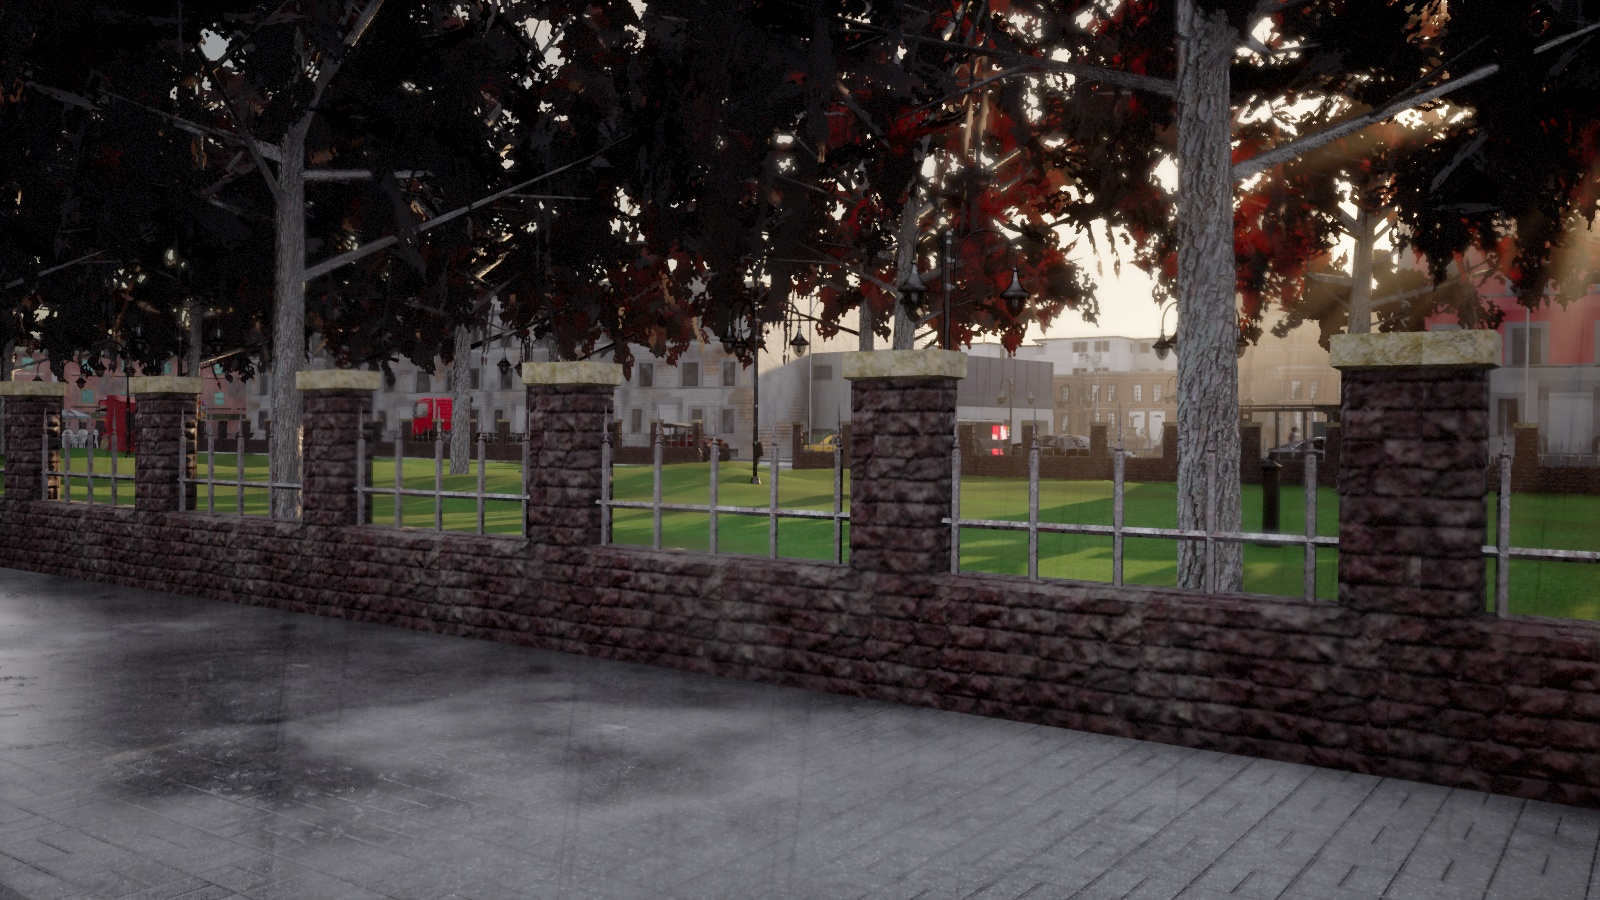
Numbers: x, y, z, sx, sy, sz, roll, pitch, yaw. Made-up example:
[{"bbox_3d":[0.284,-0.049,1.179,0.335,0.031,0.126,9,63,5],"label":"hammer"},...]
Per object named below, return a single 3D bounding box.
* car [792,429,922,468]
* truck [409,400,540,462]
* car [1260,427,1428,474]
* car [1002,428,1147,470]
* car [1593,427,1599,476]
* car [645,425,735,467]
[{"bbox_3d":[2.360,-0.076,53.081,5.366,1.575,1.801,0,1,35],"label":"car"},{"bbox_3d":[-18.962,-1.075,72.916,7.936,3.462,2.891,0,1,35],"label":"truck"},{"bbox_3d":[18.149,-0.001,41.978,4.892,1.490,1.837,0,1,35],"label":"car"},{"bbox_3d":[10.341,-0.054,47.469,4.902,1.511,2.128,0,1,35],"label":"car"},{"bbox_3d":[25.908,0.024,36.535,4.674,1.442,1.812,0,1,36],"label":"car"},{"bbox_3d":[-5.130,-0.225,58.344,3.866,1.878,1.905,1,1,35],"label":"car"}]
